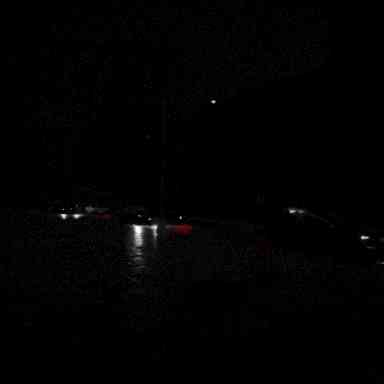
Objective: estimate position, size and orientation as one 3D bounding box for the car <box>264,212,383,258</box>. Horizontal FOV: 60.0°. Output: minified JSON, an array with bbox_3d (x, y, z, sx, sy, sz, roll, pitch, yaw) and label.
[{"bbox_3d":[5.074,1.543,13.061,2.128,1.511,4.902,1,-2,-35],"label":"car"}]

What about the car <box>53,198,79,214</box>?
[{"bbox_3d":[-16.906,1.832,44.433,2.150,2.045,5.566,1,-2,-35],"label":"car"}]

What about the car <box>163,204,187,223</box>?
[{"bbox_3d":[-2.300,1.831,28.649,1.837,1.490,4.892,1,-2,-35],"label":"car"}]

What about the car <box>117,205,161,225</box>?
[{"bbox_3d":[-4.473,1.790,26.613,1.812,1.442,4.674,1,-2,-35],"label":"car"}]

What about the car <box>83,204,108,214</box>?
[{"bbox_3d":[-12.711,2.222,43.417,1.895,1.301,4.718,1,-2,-35],"label":"car"}]
